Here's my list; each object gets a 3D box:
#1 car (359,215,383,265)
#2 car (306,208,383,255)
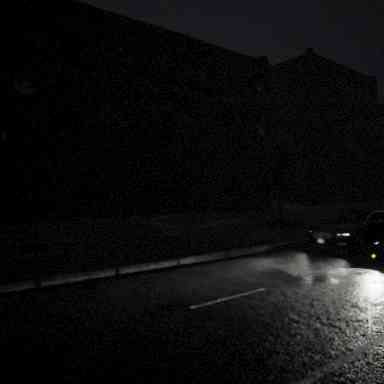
[{"bbox_3d":[7.179,1.492,10.070,4.181,1.385,1.994,0,0,-36],"label":"car"},{"bbox_3d":[6.426,1.415,12.993,4.902,1.511,2.128,0,0,-37],"label":"car"}]
